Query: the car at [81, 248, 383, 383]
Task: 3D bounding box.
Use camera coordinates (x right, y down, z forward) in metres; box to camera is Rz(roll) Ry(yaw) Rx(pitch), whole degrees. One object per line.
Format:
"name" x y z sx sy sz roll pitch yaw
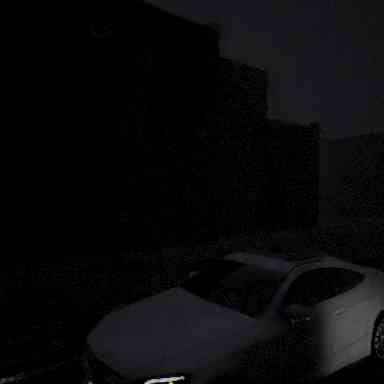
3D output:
"car" 0.988 1.543 4.388 4.674 1.442 1.812 1 0 -35
